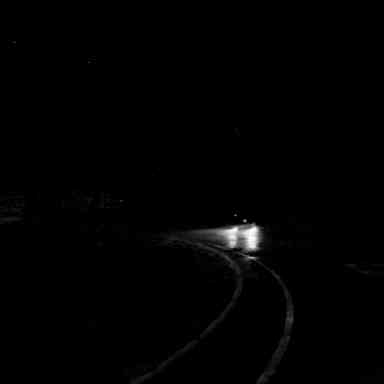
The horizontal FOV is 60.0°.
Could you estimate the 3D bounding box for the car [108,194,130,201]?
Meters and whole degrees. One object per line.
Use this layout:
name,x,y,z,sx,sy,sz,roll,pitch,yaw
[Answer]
car,-17.458,1.322,79.675,4.674,1.452,2.002,1,1,-23

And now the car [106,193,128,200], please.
car,-18.540,1.215,82.229,5.008,1.535,2.097,1,1,-23

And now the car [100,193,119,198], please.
car,-22.883,0.983,92.444,4.792,1.488,2.163,1,1,-23

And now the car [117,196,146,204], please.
car,-12.227,1.608,66.826,5.366,1.575,1.946,1,1,-23

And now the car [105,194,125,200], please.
car,-19.620,1.190,84.788,4.674,1.452,2.002,1,1,-23

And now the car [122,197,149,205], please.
car,-10.949,1.713,64.352,4.792,1.488,2.163,1,1,-23

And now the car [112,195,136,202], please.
car,-15.289,1.414,74.566,5.008,1.535,2.097,1,1,-23

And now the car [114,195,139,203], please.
car,-14.220,1.482,72.006,4.892,1.521,2.231,1,1,-23

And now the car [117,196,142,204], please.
car,-13.109,1.578,69.465,4.792,1.488,2.163,1,1,-23

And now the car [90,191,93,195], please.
car,-21.275,1.265,75.654,2.128,1.511,4.902,1,1,-23

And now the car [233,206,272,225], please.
car,4.831,1.790,26.205,1.895,1.301,4.718,-1,0,26

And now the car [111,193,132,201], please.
car,-16.342,1.223,77.130,4.553,1.767,2.185,1,1,-23

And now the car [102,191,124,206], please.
car,-14.011,1.411,58.312,2.150,2.045,5.566,1,1,-21

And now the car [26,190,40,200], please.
car,-34.218,0.912,70.931,2.033,1.411,5.357,1,1,-23

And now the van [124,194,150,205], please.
van,-9.997,1.522,61.738,4.442,1.987,1.878,1,1,-23
